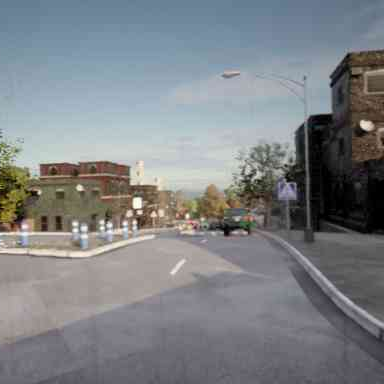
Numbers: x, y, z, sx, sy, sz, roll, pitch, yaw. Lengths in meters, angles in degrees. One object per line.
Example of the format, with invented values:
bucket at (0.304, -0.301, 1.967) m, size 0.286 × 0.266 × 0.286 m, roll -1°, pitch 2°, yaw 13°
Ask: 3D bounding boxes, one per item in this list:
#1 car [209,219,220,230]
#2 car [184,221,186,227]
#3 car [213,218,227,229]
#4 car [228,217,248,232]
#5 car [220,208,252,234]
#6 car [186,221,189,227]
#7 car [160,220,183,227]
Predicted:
car at (3.512, 4.760, 48.370) m, size 1.837 × 1.490 × 4.892 m, roll -2°, pitch -6°, yaw 8°
car at (-4.744, 8.868, 89.631) m, size 4.792 × 1.488 × 2.163 m, roll 0°, pitch -5°, yaw -12°
car at (4.951, 5.592, 58.626) m, size 2.097 × 1.767 × 4.553 m, roll -2°, pitch -6°, yaw 8°
car at (5.274, 3.719, 38.081) m, size 2.128 × 1.511 × 4.902 m, roll -2°, pitch -6°, yaw 9°
car at (3.782, 2.446, 27.686) m, size 2.150 × 2.045 × 5.566 m, roll -2°, pitch -6°, yaw 8°
car at (-4.467, 9.120, 92.606) m, size 5.366 × 1.575 × 1.946 m, roll 0°, pitch -5°, yaw -12°
car at (-5.550, 8.272, 83.628) m, size 4.892 × 1.521 × 2.231 m, roll 0°, pitch -6°, yaw -12°
